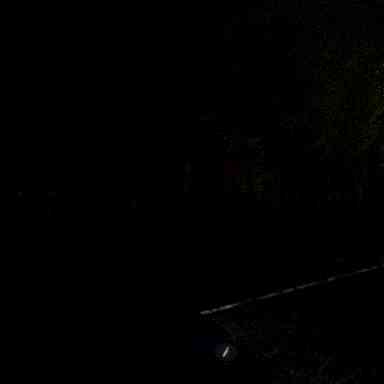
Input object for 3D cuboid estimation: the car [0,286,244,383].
[{"bbox_3d":[-1.686,1.526,2.568,4.674,1.442,1.812,0,0,-36],"label":"car"}]
